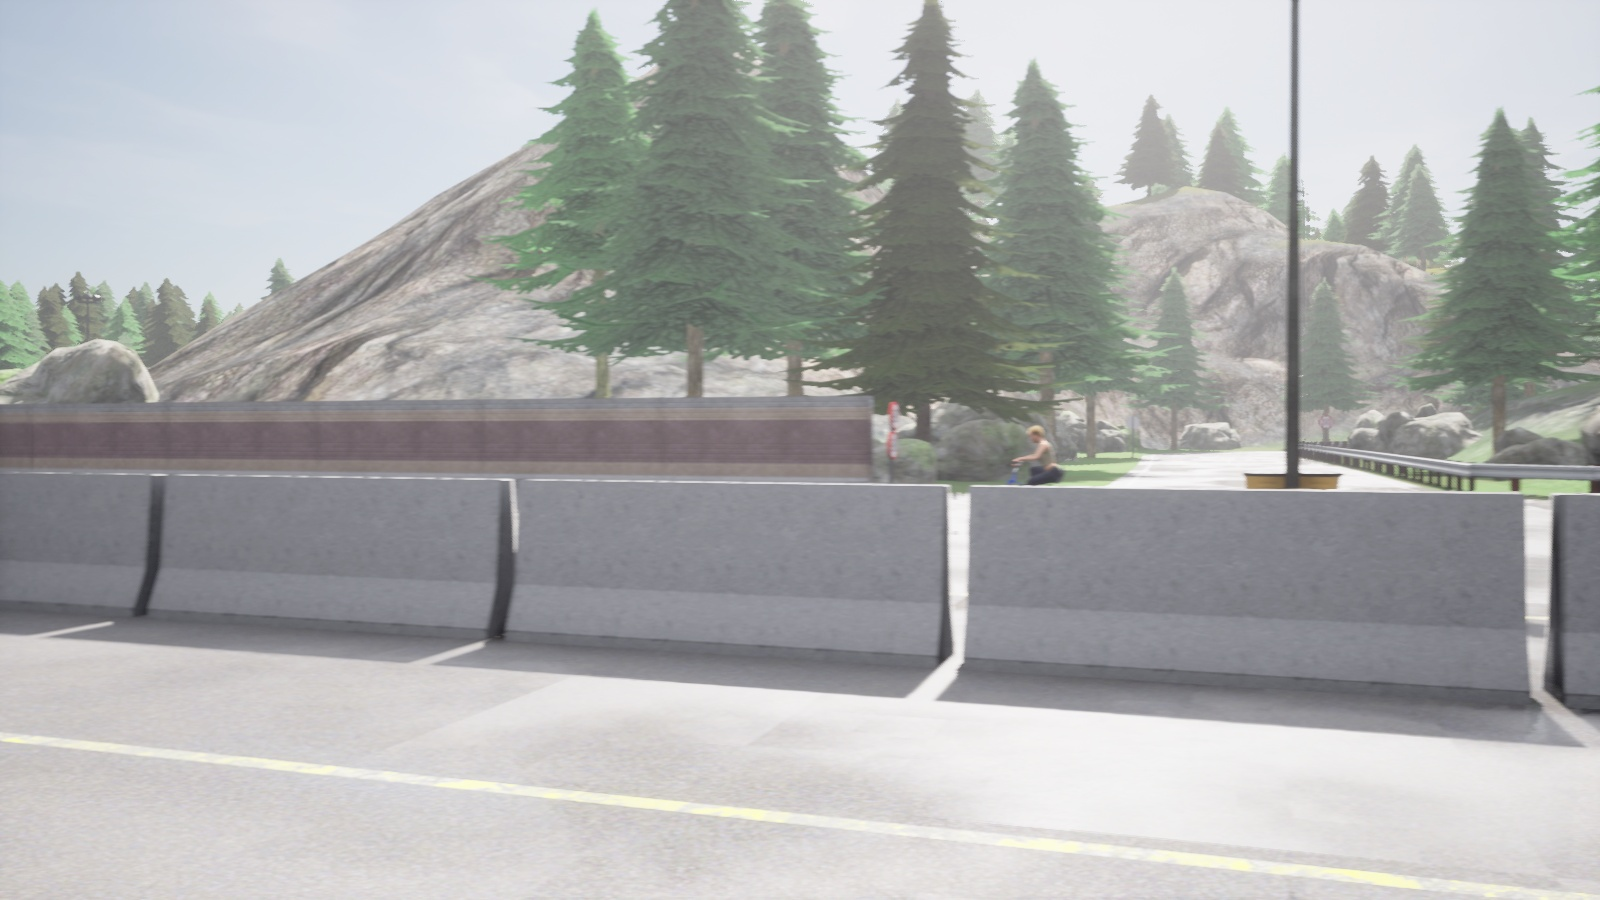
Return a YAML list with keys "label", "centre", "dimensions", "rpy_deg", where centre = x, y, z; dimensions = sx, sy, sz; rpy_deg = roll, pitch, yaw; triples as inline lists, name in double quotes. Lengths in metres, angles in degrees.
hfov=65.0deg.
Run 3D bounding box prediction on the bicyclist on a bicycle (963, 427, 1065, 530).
- label: "bicyclist on a bicycle"
  centre: [3.503, 0.438, 20.481]
  dimensions: [1.509, 1.612, 0.866]
  rpy_deg: [1, 1, 18]
